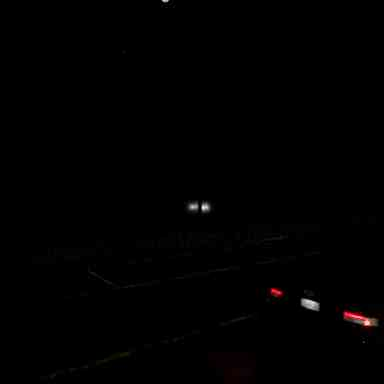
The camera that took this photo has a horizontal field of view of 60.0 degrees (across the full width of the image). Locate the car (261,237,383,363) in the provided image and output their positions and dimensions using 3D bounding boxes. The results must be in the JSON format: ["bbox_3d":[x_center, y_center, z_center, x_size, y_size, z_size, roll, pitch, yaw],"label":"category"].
[{"bbox_3d":[3.610,1.545,5.879,5.357,1.411,2.033,0,0,-35],"label":"car"}]
